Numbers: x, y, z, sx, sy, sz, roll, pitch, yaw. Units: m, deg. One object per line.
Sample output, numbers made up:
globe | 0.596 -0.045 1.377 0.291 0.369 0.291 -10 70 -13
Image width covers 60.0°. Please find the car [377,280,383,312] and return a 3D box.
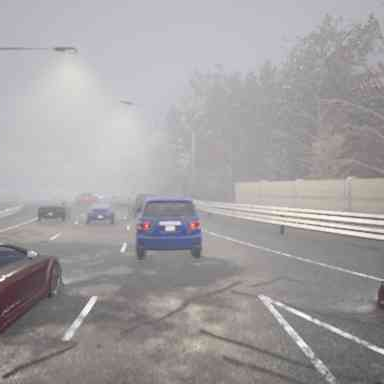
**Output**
car | 4.886 1.539 4.494 1.994 1.385 4.181 0 0 -28

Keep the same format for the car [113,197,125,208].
car | -10.096 1.388 45.030 2.033 1.411 5.357 0 0 -24

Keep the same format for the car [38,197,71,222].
car | -10.637 1.394 25.915 1.882 1.535 5.008 0 0 -14

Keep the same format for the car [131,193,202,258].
car | -0.948 1.176 12.719 2.150 2.045 5.566 0 0 -6

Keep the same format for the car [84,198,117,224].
car | -6.561 1.442 24.076 1.812 1.442 4.674 0 0 -13

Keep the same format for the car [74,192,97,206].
car | -16.376 1.051 50.296 2.150 2.045 5.566 0 0 -28

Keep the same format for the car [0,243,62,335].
car | -3.802 1.548 5.752 1.994 1.385 4.181 0 0 -3

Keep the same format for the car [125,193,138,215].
car | -4.393 1.115 29.637 2.150 2.045 5.566 0 0 -17

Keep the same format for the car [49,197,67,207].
car | -20.260 1.438 50.105 1.895 1.301 4.718 0 0 -29
